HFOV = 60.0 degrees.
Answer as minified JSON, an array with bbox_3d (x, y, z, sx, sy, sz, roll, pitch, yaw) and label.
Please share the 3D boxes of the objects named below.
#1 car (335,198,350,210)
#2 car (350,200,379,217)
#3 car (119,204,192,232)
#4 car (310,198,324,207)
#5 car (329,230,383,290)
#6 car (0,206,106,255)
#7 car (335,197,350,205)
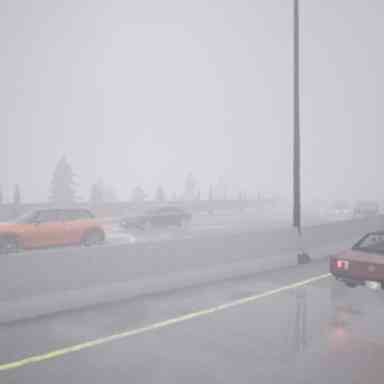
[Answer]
[{"bbox_3d":[20.691,1.731,45.728,2.033,1.411,5.357,0,0,26],"label":"car"},{"bbox_3d":[16.710,1.576,31.809,1.882,1.535,5.008,0,0,33],"label":"car"},{"bbox_3d":[-2.140,1.553,20.589,4.892,1.490,1.837,0,0,-43],"label":"car"},{"bbox_3d":[21.142,1.771,56.246,1.837,1.490,4.892,0,0,19],"label":"car"},{"bbox_3d":[5.390,1.614,8.257,4.718,1.301,1.895,0,0,-41],"label":"car"},{"bbox_3d":[-5.797,1.381,12.982,4.553,1.767,2.097,0,0,-38],"label":"car"},{"bbox_3d":[31.662,1.897,69.939,1.812,1.442,4.674,0,-1,10],"label":"car"}]
